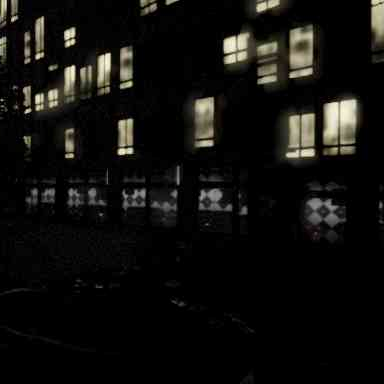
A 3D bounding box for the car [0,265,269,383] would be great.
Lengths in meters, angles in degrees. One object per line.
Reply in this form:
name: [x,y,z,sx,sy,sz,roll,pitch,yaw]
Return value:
car: [-1.286,1.550,3.789,4.313,1.339,1.947,0,0,36]
